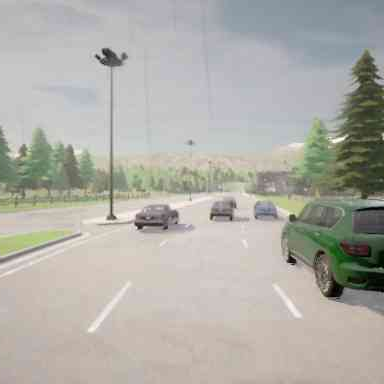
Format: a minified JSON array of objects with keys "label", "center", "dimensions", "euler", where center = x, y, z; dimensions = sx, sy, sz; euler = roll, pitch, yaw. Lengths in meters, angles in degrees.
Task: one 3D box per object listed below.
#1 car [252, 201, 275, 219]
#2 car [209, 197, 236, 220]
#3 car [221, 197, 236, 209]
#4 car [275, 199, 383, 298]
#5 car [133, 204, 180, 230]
[{"label":"car","center":[6.112,1.444,28.119],"dimensions":[2.033,1.411,5.357],"euler":[0,0,8]},{"label":"car","center":[2.482,1.441,27.355],"dimensions":[2.033,1.411,5.357],"euler":[0,0,8]},{"label":"car","center":[4.744,1.361,42.823],"dimensions":[1.812,1.442,4.674],"euler":[0,0,8]},{"label":"car","center":[3.896,1.193,8.529],"dimensions":[2.150,2.045,5.566],"euler":[0,0,2]},{"label":"car","center":[-2.033,1.460,20.494],"dimensions":[2.033,1.411,5.357],"euler":[0,0,8]}]
